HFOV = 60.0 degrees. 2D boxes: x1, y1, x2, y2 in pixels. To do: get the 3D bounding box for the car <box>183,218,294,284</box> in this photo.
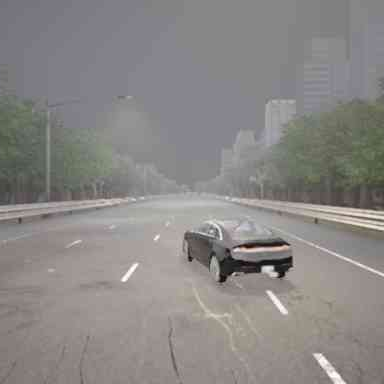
[{"bbox_3d":[1.074,1.518,9.816,2.128,1.511,4.902,0,0,-15],"label":"car"}]
